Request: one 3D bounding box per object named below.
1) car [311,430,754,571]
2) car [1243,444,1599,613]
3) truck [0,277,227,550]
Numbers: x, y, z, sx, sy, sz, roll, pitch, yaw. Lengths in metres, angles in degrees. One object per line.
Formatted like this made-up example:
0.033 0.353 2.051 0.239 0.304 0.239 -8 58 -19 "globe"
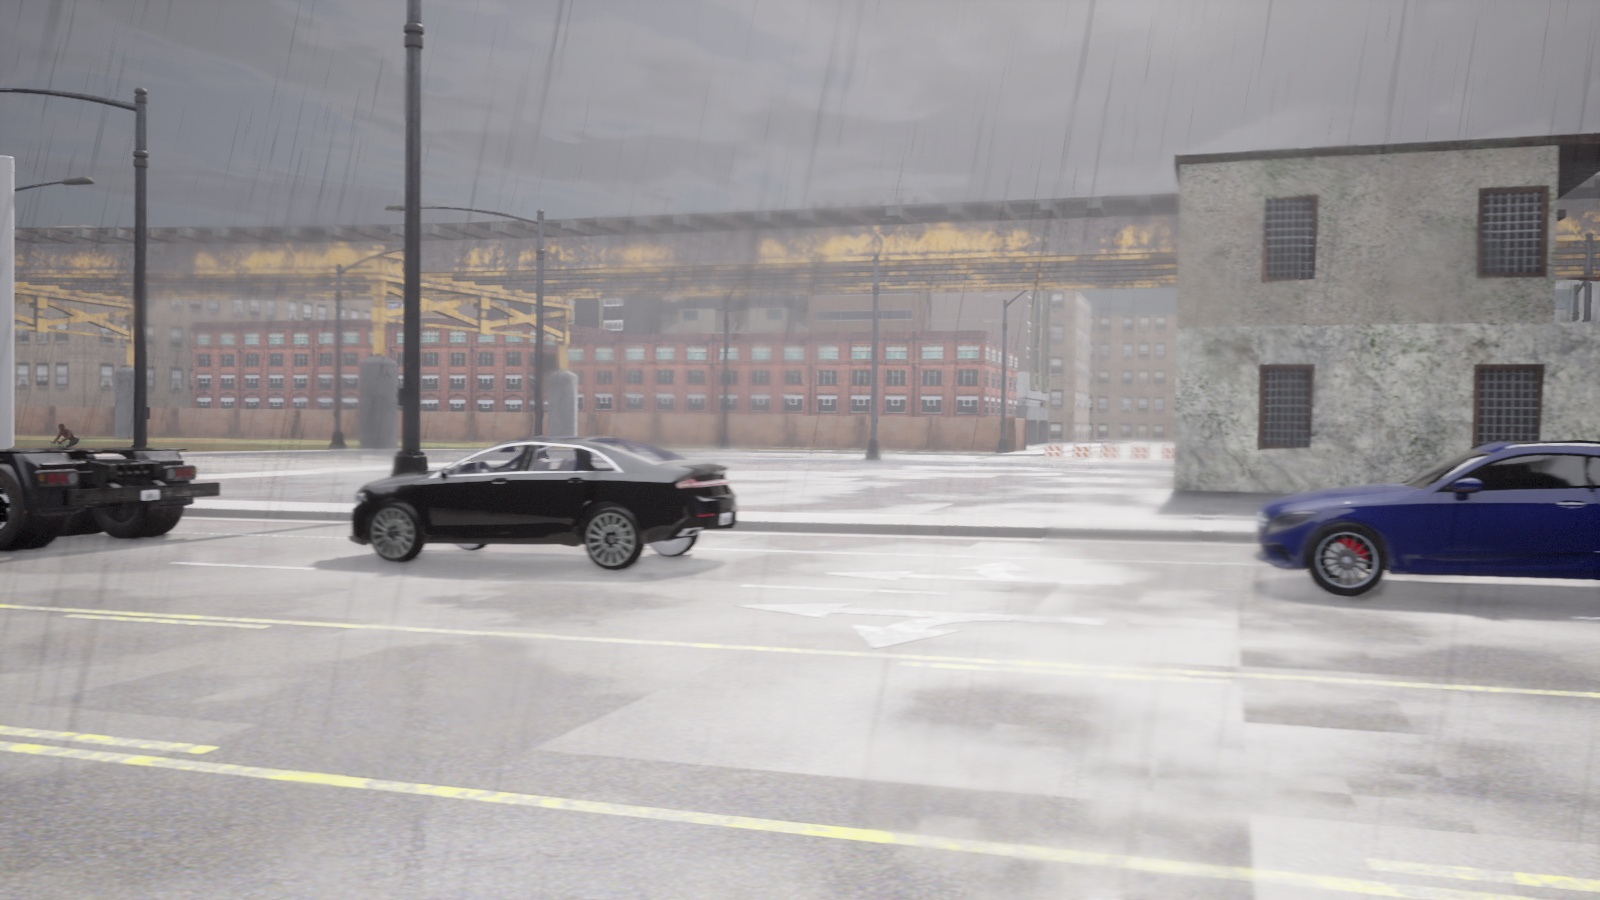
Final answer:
-3.230 0.522 15.358 4.902 1.511 2.128 0 1 18 "car"
6.731 0.686 12.006 4.674 1.442 1.812 0 1 19 "car"
-12.737 -0.533 18.541 7.936 3.462 2.891 1 1 19 "truck"
